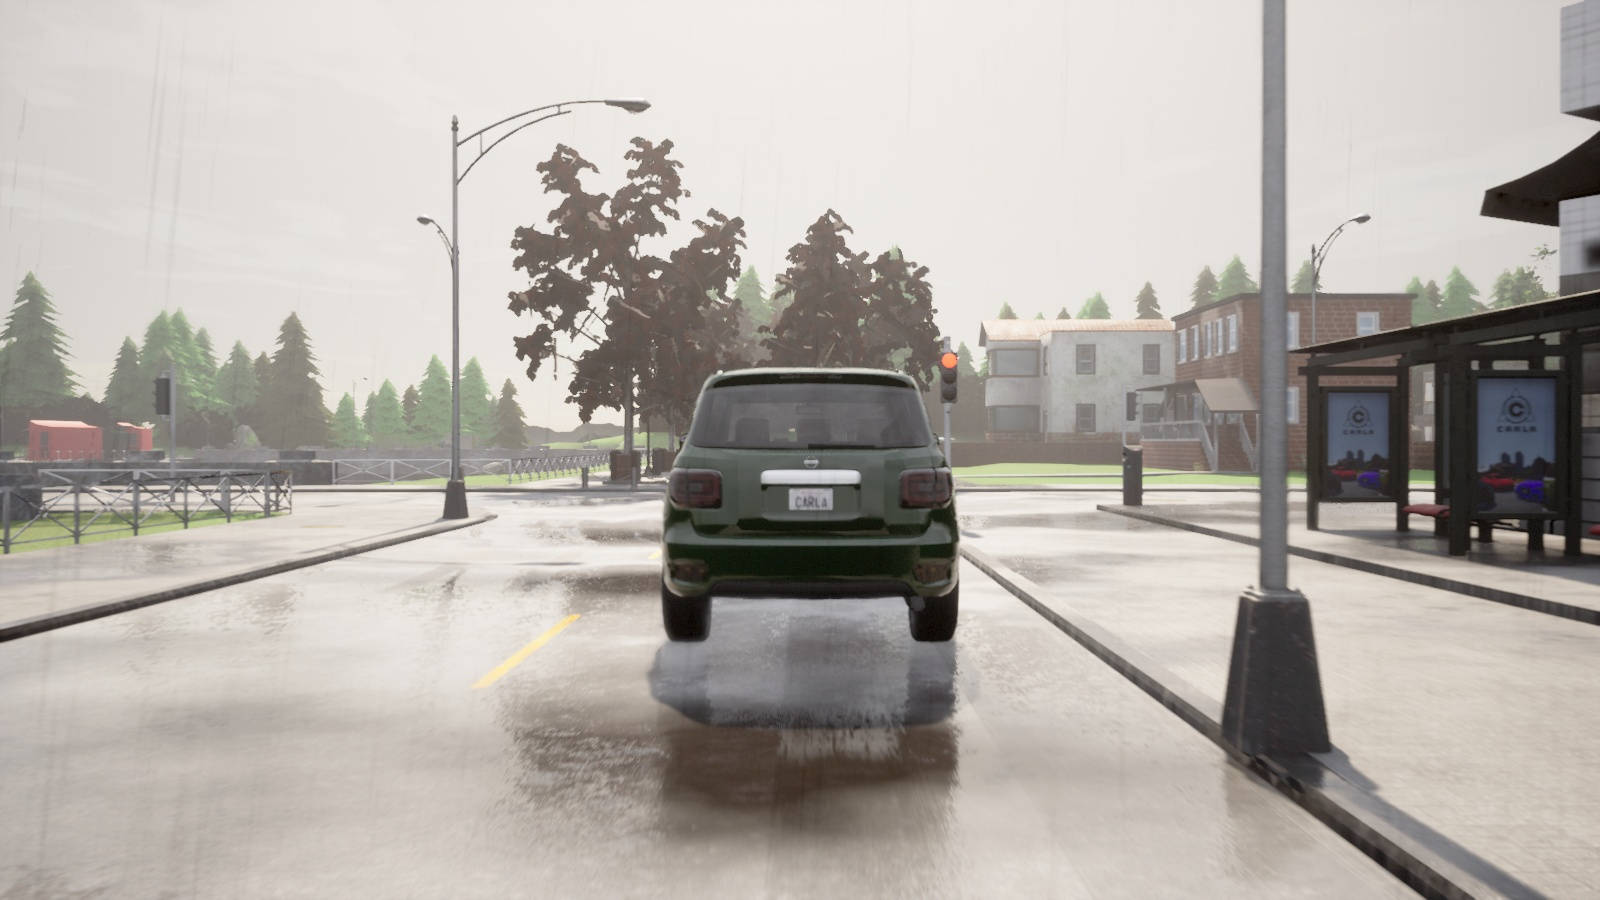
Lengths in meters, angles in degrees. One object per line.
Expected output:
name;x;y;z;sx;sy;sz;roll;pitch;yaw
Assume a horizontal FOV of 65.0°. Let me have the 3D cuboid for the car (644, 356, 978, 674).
car;0.079;0.404;10.862;2.150;2.045;5.566;0;0;0
